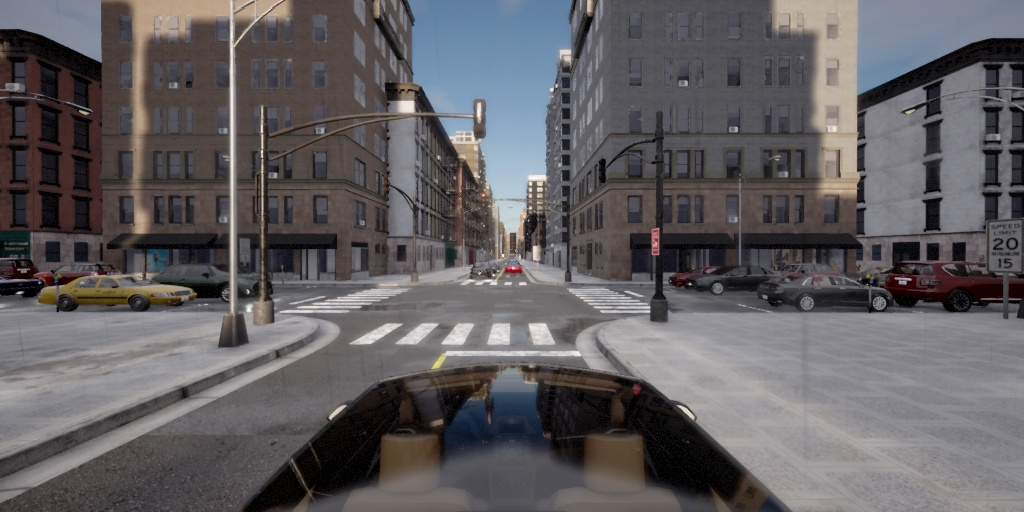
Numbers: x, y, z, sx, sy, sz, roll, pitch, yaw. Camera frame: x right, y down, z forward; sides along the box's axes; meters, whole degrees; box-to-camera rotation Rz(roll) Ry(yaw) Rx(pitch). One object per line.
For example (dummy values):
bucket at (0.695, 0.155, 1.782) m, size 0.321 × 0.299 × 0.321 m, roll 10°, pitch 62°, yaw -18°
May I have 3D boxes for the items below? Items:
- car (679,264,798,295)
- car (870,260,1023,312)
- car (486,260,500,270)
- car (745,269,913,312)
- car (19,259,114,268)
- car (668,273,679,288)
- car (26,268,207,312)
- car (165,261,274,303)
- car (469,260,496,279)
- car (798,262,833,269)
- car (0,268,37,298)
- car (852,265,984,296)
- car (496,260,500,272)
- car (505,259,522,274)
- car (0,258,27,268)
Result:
car at (11.918, 1.253, 19.088) m, size 4.892 × 1.490 × 1.837 m, roll 0°, pitch 0°, yaw 0°
car at (17.200, 1.091, 13.589) m, size 5.009 × 1.841 × 2.192 m, roll 0°, pitch 0°, yaw 0°
car at (-2.727, 1.289, 52.702) m, size 1.812 × 1.442 × 4.674 m, roll 0°, pitch 0°, yaw 1°
car at (11.790, 1.325, 13.606) m, size 4.403 × 1.370 × 2.007 m, roll 0°, pitch 0°, yaw 0°
car at (-26.353, 1.167, 21.751) m, size 4.097 × 1.591 × 1.967 m, roll 0°, pitch 0°, yaw 0°
car at (11.816, 1.281, 21.631) m, size 4.507 × 1.381 × 1.888 m, roll 0°, pitch 0°, yaw 0°
car at (-14.885, 1.294, 13.690) m, size 4.829 × 1.417 × 1.751 m, roll 0°, pitch 0°, yaw 0°
car at (-13.492, 1.108, 16.259) m, size 4.553 × 1.767 × 2.097 m, roll 0°, pitch 0°, yaw -1°
car at (-2.779, 1.260, 33.003) m, size 1.837 × 1.490 × 4.892 m, roll 0°, pitch 0°, yaw 0°
car at (17.225, 1.177, 21.614) m, size 4.097 × 1.591 × 1.967 m, roll 0°, pitch 0°, yaw 0°
car at (-24.479, 1.355, 16.255) m, size 4.718 × 1.301 × 1.895 m, roll 0°, pitch 0°, yaw 0°
car at (21.400, 1.256, 19.061) m, size 4.892 × 1.490 × 1.837 m, roll 0°, pitch 0°, yaw 0°
car at (-2.756, 1.306, 42.800) m, size 2.033 × 1.411 × 5.357 m, roll 0°, pitch 0°, yaw 0°
car at (0.162, 1.322, 42.251) m, size 1.994 × 1.385 × 4.181 m, roll 0°, pitch 0°, yaw 0°
car at (-32.015, 1.041, 21.769) m, size 5.009 × 1.841 × 2.192 m, roll 0°, pitch 0°, yaw 0°
